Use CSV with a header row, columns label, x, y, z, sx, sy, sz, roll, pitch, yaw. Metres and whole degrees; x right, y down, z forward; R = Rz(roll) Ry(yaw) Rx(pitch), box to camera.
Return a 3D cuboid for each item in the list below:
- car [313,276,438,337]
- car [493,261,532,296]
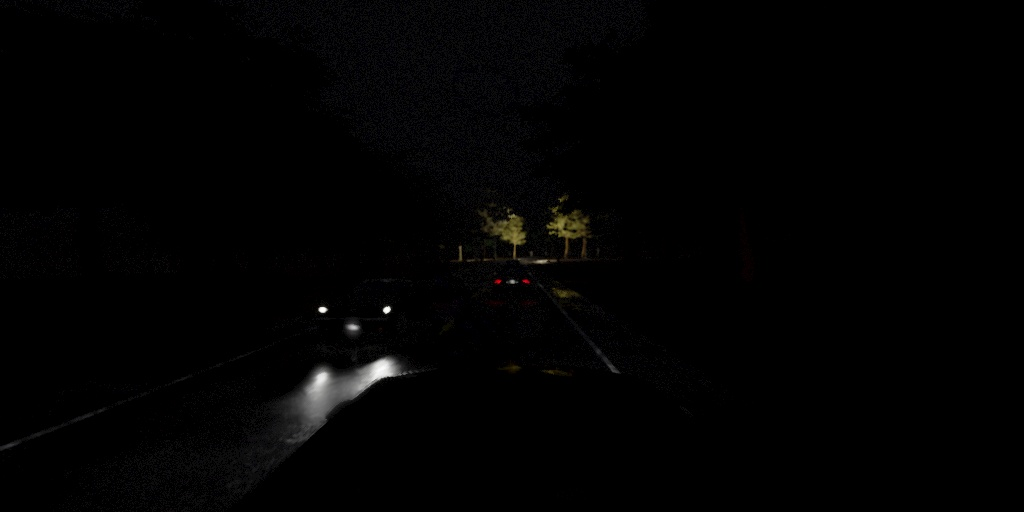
label,x,y,z,sx,sy,sz,roll,pitch,yaw
car,-3.509,1.270,10.185,1.895,1.301,4.718,0,1,0
car,0.017,1.145,18.132,2.033,1.411,5.357,0,0,0
